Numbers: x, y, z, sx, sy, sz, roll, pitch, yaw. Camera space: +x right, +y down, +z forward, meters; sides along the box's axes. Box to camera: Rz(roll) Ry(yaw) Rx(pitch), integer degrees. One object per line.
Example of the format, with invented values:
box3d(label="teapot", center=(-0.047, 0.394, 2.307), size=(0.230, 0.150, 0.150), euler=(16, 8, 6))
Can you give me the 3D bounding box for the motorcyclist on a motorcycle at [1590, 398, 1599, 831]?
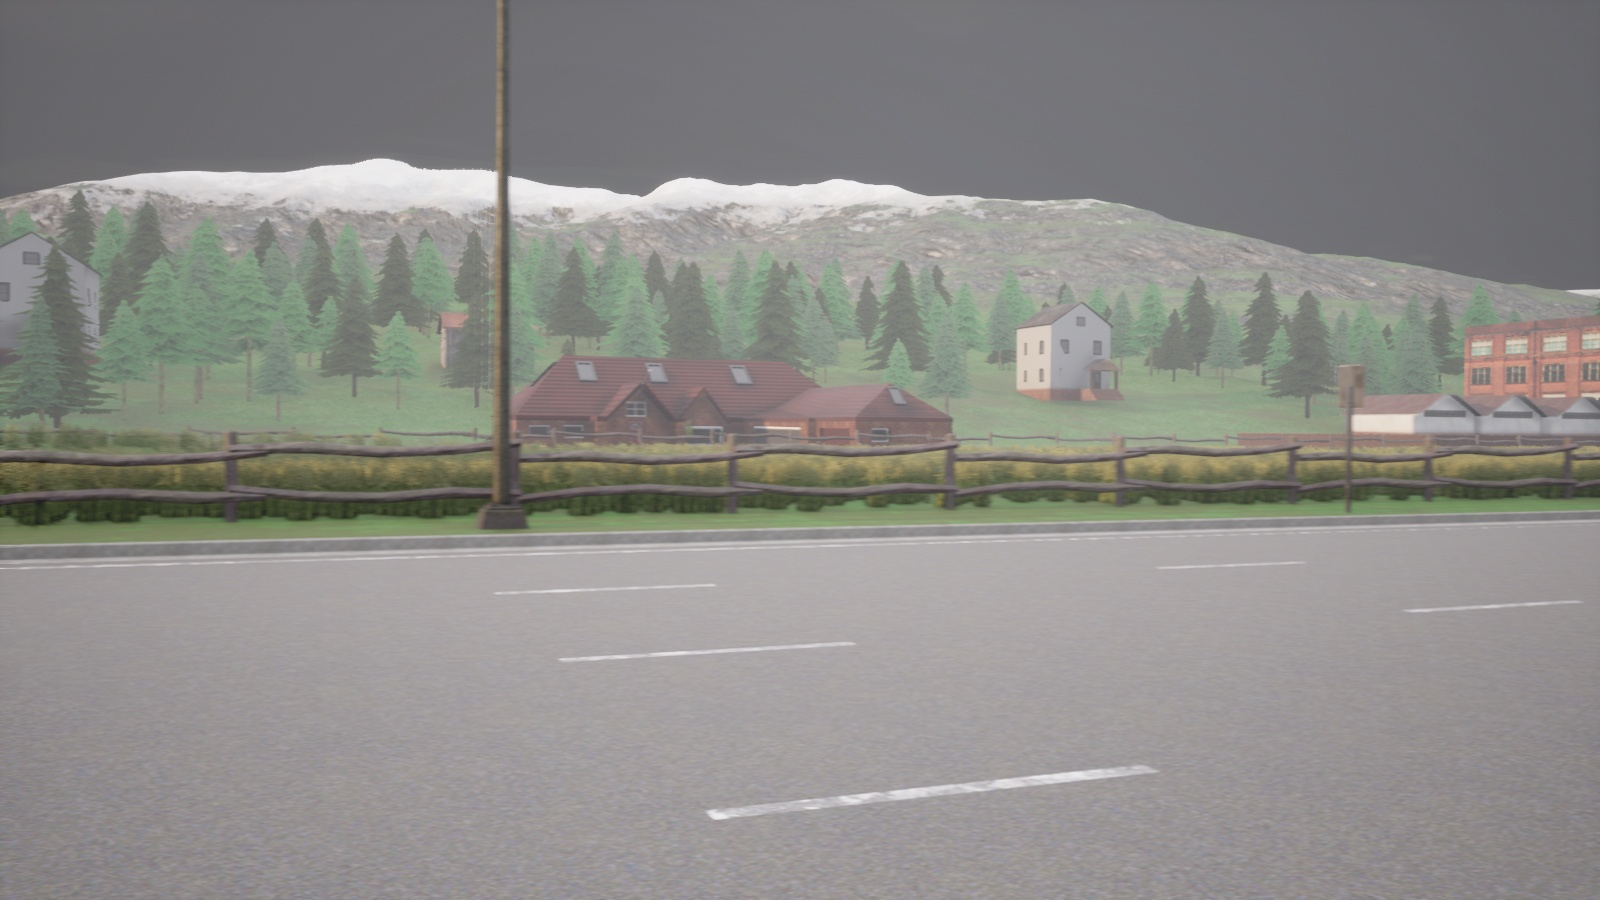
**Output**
box3d(label="motorcyclist on a motorcycle", center=(4.256, 0.605, 4.854), size=(2.350, 1.649, 0.766), euler=(-1, 1, -21))
